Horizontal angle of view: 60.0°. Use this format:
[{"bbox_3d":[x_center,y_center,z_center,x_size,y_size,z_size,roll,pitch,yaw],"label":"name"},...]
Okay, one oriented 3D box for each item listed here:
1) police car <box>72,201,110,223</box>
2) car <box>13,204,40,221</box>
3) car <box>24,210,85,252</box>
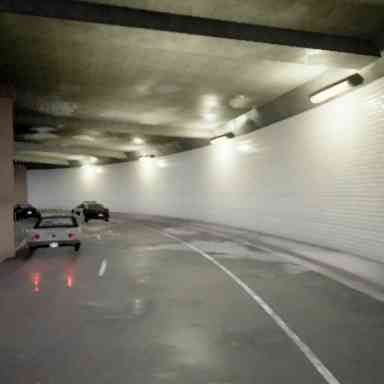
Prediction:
[{"bbox_3d":[-8.385,1.535,27.023,1.930,1.638,5.238,0,0,-36],"label":"police car"},{"bbox_3d":[-14.919,1.708,29.271,1.994,1.385,4.181,0,0,-42],"label":"car"},{"bbox_3d":[-5.744,1.665,14.322,1.895,1.301,4.718,0,0,-18],"label":"car"}]
